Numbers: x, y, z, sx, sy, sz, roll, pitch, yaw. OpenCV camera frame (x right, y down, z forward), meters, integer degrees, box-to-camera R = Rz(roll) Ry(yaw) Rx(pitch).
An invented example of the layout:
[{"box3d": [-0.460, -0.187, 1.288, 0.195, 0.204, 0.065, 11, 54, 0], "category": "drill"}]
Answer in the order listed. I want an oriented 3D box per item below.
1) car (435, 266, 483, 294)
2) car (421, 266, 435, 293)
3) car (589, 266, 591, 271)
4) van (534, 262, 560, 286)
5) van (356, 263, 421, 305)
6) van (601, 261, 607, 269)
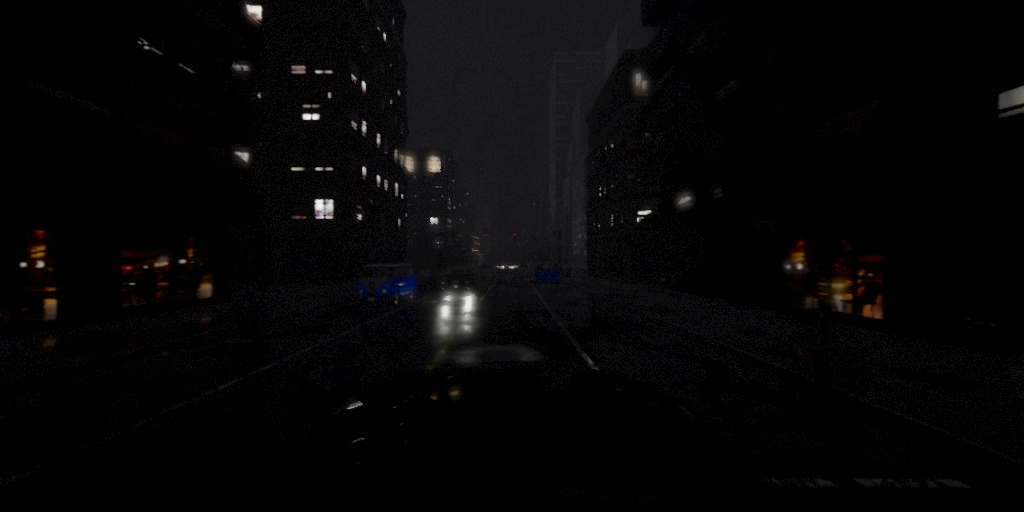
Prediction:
[{"box3d": [-3.098, 1.509, 21.715, 1.994, 1.385, 4.181, 0, -1, 0], "category": "car"}, {"box3d": [-5.691, 1.500, 22.242, 2.007, 1.370, 4.403, 0, 0, 0], "category": "car"}, {"box3d": [14.678, 1.791, 59.268, 4.313, 1.339, 1.948, 0, 0, 0], "category": "car"}, {"box3d": [2.690, 1.346, 27.869, 1.690, 1.789, 3.998, 0, 0, 0], "category": "van"}, {"box3d": [-5.692, 1.235, 16.578, 1.690, 1.789, 3.998, 0, 0, 0], "category": "van"}, {"box3d": [14.690, 1.606, 50.887, 3.998, 1.789, 1.690, 0, 0, 0], "category": "van"}]
